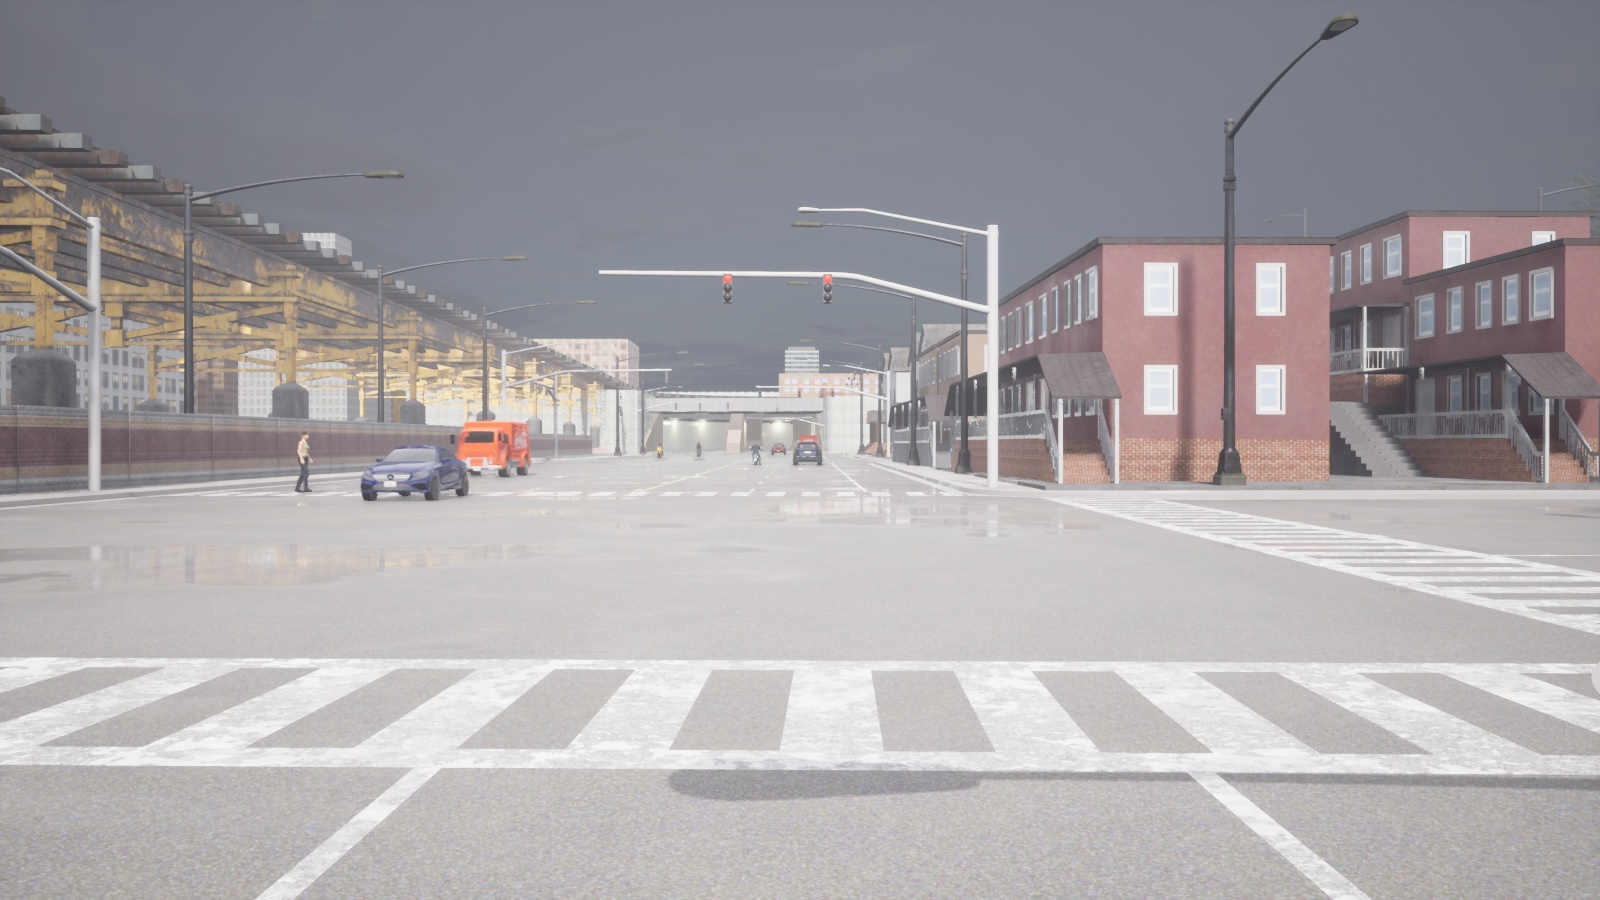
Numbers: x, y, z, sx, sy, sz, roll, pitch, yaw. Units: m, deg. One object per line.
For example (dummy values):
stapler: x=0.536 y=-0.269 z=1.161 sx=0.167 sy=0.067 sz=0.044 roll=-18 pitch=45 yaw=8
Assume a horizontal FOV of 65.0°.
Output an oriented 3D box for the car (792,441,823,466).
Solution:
car: x=0.515 y=0.201 z=84.301 sx=2.033 sy=1.649 sz=4.856 roll=0 pitch=0 yaw=0

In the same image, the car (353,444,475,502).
car: x=-10.285 y=0.573 z=33.800 sx=1.812 sy=1.442 sz=4.674 roll=0 pitch=0 yaw=0

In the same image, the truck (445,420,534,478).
truck: x=-13.656 y=-0.065 z=55.577 sx=2.627 sy=2.467 sz=5.204 roll=0 pitch=0 yaw=0

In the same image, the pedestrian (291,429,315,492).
pedestrian: x=-14.579 y=0.312 z=36.873 sx=0.594 sy=1.836 sz=0.345 roll=0 pitch=0 yaw=-9
